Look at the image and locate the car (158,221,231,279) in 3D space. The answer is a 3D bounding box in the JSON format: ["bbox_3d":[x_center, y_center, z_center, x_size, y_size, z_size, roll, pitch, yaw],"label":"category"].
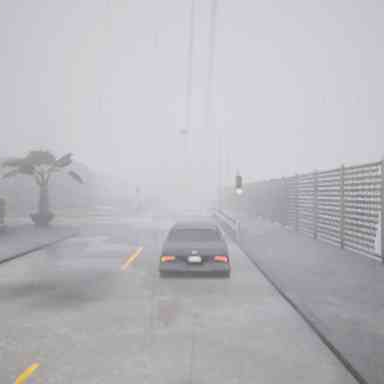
[{"bbox_3d":[0.079,1.583,10.083,2.033,1.411,5.357,0,0,0],"label":"car"}]

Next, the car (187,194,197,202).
[{"bbox_3d":[-0.018,1.518,84.546,2.150,2.045,5.566,0,0,0],"label":"car"}]
